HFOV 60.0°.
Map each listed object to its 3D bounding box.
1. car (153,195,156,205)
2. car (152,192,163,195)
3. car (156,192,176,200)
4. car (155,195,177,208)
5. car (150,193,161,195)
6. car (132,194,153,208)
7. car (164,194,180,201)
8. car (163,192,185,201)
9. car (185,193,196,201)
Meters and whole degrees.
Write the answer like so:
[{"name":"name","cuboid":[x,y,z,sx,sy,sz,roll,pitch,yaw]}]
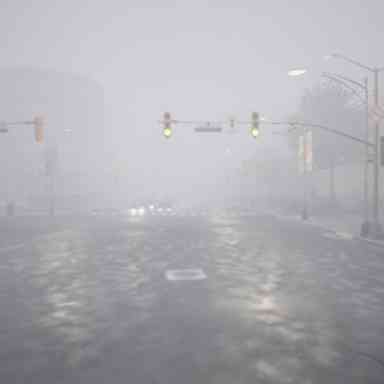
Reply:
[{"name":"car","cuboid":[-7.123,1.564,55.833,1.895,1.301,4.718,0,0,0]},{"name":"car","cuboid":[-9.662,1.118,85.443,2.150,2.045,5.566,0,0,-43]},{"name":"car","cuboid":[-6.935,1.107,87.638,2.150,2.045,5.566,0,0,-43]},{"name":"car","cuboid":[-3.618,1.516,47.034,2.033,1.411,5.357,0,0,0]},{"name":"car","cuboid":[-7.792,1.482,66.001,1.812,1.442,4.674,0,0,-10]},{"name":"car","cuboid":[-7.115,1.460,46.564,2.128,1.511,4.902,0,0,0]},{"name":"car","cuboid":[-3.624,1.526,56.250,1.994,1.385,4.181,0,0,0]},{"name":"car","cuboid":[-4.254,1.304,77.115,2.097,1.767,4.553,0,0,-29]},{"name":"car","cuboid":[-1.210,1.172,78.817,2.150,2.045,5.566,0,0,-29]}]
